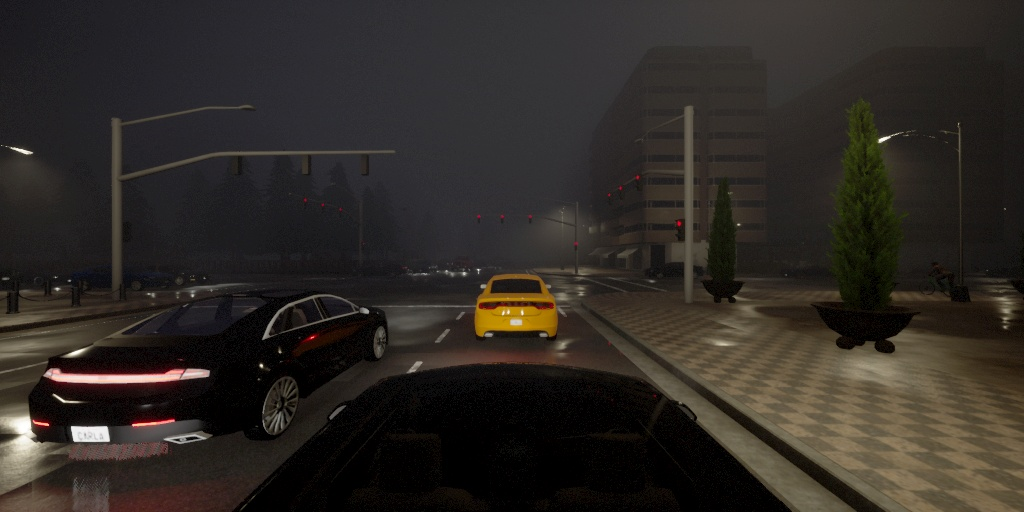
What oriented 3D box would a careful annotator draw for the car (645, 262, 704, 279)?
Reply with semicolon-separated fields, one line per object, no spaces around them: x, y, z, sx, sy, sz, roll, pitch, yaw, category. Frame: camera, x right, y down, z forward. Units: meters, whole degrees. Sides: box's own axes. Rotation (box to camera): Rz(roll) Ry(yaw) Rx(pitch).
14.649;1.283;32.520;5.008;1.535;1.882;0;0;0;car

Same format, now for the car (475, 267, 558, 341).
0.107;1.228;9.936;1.882;1.535;5.008;0;0;0;car

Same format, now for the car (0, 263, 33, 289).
-33.367;1.027;21.697;5.566;2.045;2.150;0;0;0;car

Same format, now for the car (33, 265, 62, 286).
-33.757;1.353;25.194;5.357;1.411;2.033;0;0;0;car

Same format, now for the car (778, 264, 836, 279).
27.092;1.406;32.550;4.718;1.301;1.895;0;0;0;car

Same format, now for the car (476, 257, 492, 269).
-5.320;1.254;58.531;1.837;1.490;4.892;0;0;15;car

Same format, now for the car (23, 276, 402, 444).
-3.423;1.242;5.354;2.128;1.511;4.902;0;0;1;car

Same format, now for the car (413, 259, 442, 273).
-10.401;1.297;43.591;2.033;1.411;5.357;0;0;2;car

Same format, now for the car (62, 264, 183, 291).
-23.432;1.283;21.721;5.008;1.535;1.882;0;0;0;car

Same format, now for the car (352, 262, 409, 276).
-11.910;1.286;32.452;4.902;1.511;2.128;0;0;0;car

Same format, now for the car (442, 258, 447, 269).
-9.751;1.102;52.906;2.097;1.767;4.553;0;0;7;car

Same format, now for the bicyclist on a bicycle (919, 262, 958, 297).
20.288;1.106;17.051;0.582;1.620;1.656;0;0;0;bicyclist on a bicycle

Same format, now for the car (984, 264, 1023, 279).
46.251;1.406;32.529;4.718;1.301;1.895;0;0;0;car

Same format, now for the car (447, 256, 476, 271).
-6.710;0.971;48.418;2.150;2.045;5.566;0;0;4;car

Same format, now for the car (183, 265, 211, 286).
-24.015;1.310;25.231;4.892;1.490;1.837;0;0;1;car
